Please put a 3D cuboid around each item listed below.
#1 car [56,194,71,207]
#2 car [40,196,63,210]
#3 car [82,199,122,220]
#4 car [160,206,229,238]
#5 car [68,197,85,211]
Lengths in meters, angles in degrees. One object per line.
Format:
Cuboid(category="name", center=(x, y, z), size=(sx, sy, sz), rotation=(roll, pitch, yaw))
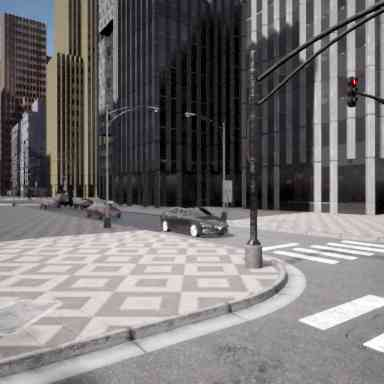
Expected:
Cuboid(category="car", center=(-20.396, 1.368, 52.249), size=(2.150, 2.045, 5.566), rotation=(0, 0, -35))
Cuboid(category="car", center=(-19.748, 1.666, 46.161), size=(1.812, 1.442, 4.674), rotation=(0, 0, -35))
Cuboid(category="car", center=(-7.809, 1.609, 29.232), size=(1.812, 1.442, 4.674), rotation=(0, 1, -36))
Cuboid(category="car", center=(-0.008, 1.546, 18.283), size=(1.837, 1.490, 4.892), rotation=(0, 0, -35))
Cuboid(category="car", center=(-14.324, 1.625, 43.796), size=(1.837, 1.490, 4.892), rotation=(0, 0, -35))
